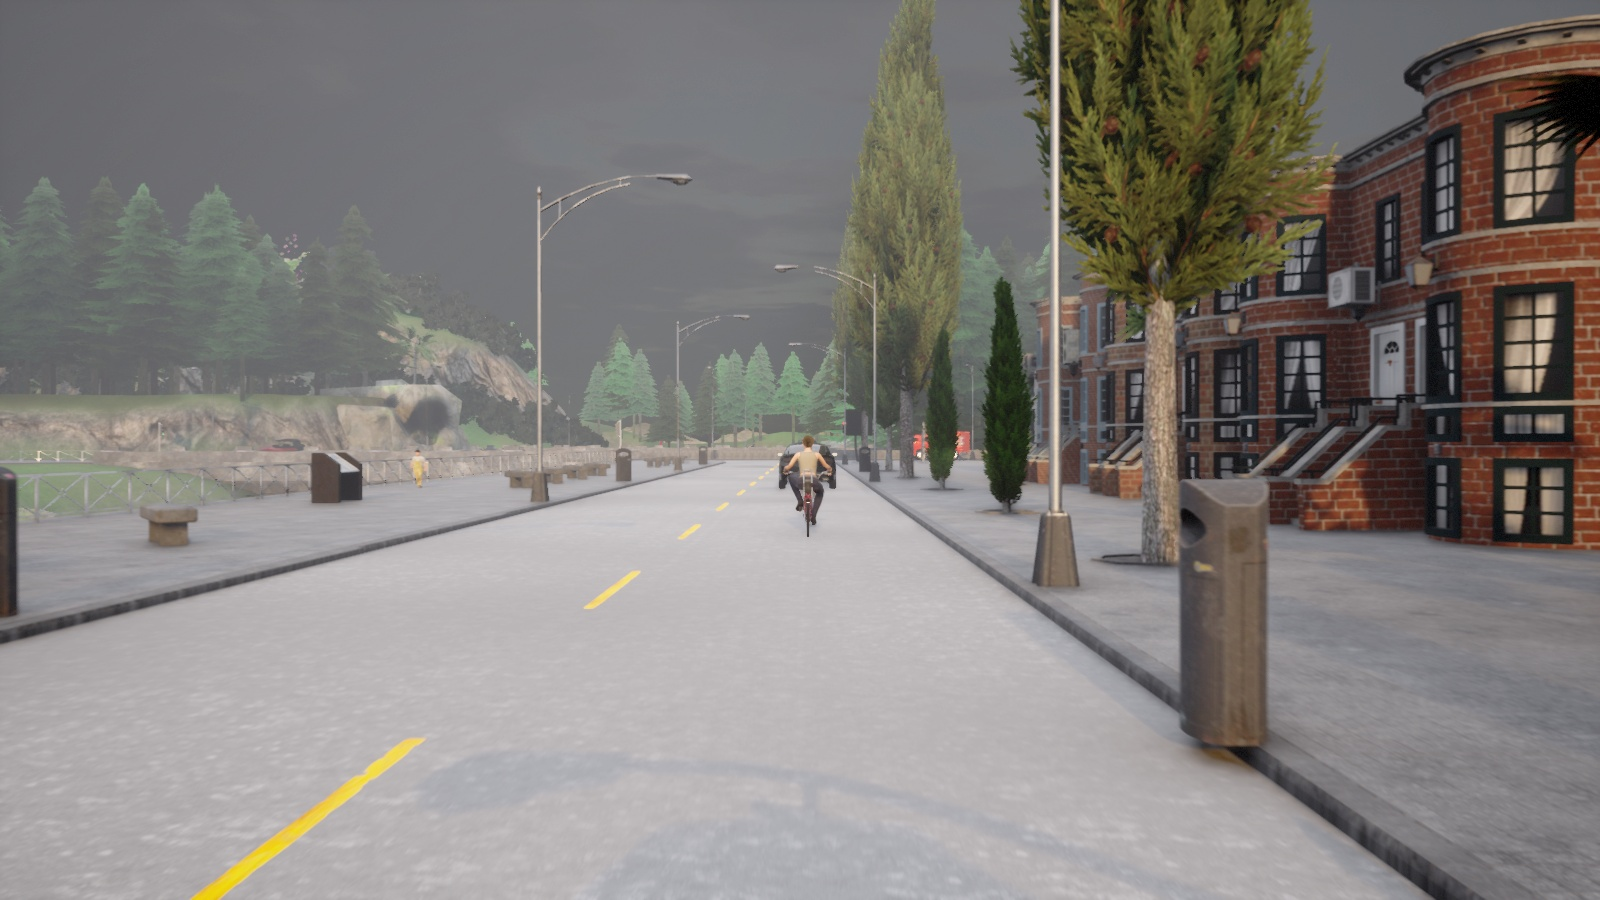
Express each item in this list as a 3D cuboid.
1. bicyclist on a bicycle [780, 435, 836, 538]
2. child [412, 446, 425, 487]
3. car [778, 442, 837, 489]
[{"bbox_3d":[0.129,0.568,20.438,0.866,1.612,1.509,0,0,0],"label":"bicyclist on a bicycle"},{"bbox_3d":[-11.751,0.509,38.673,0.270,1.263,0.437,0,0,1],"label":"child"},{"bbox_3d":[0.252,0.483,42.797,1.882,1.535,5.008,0,0,0],"label":"car"}]
